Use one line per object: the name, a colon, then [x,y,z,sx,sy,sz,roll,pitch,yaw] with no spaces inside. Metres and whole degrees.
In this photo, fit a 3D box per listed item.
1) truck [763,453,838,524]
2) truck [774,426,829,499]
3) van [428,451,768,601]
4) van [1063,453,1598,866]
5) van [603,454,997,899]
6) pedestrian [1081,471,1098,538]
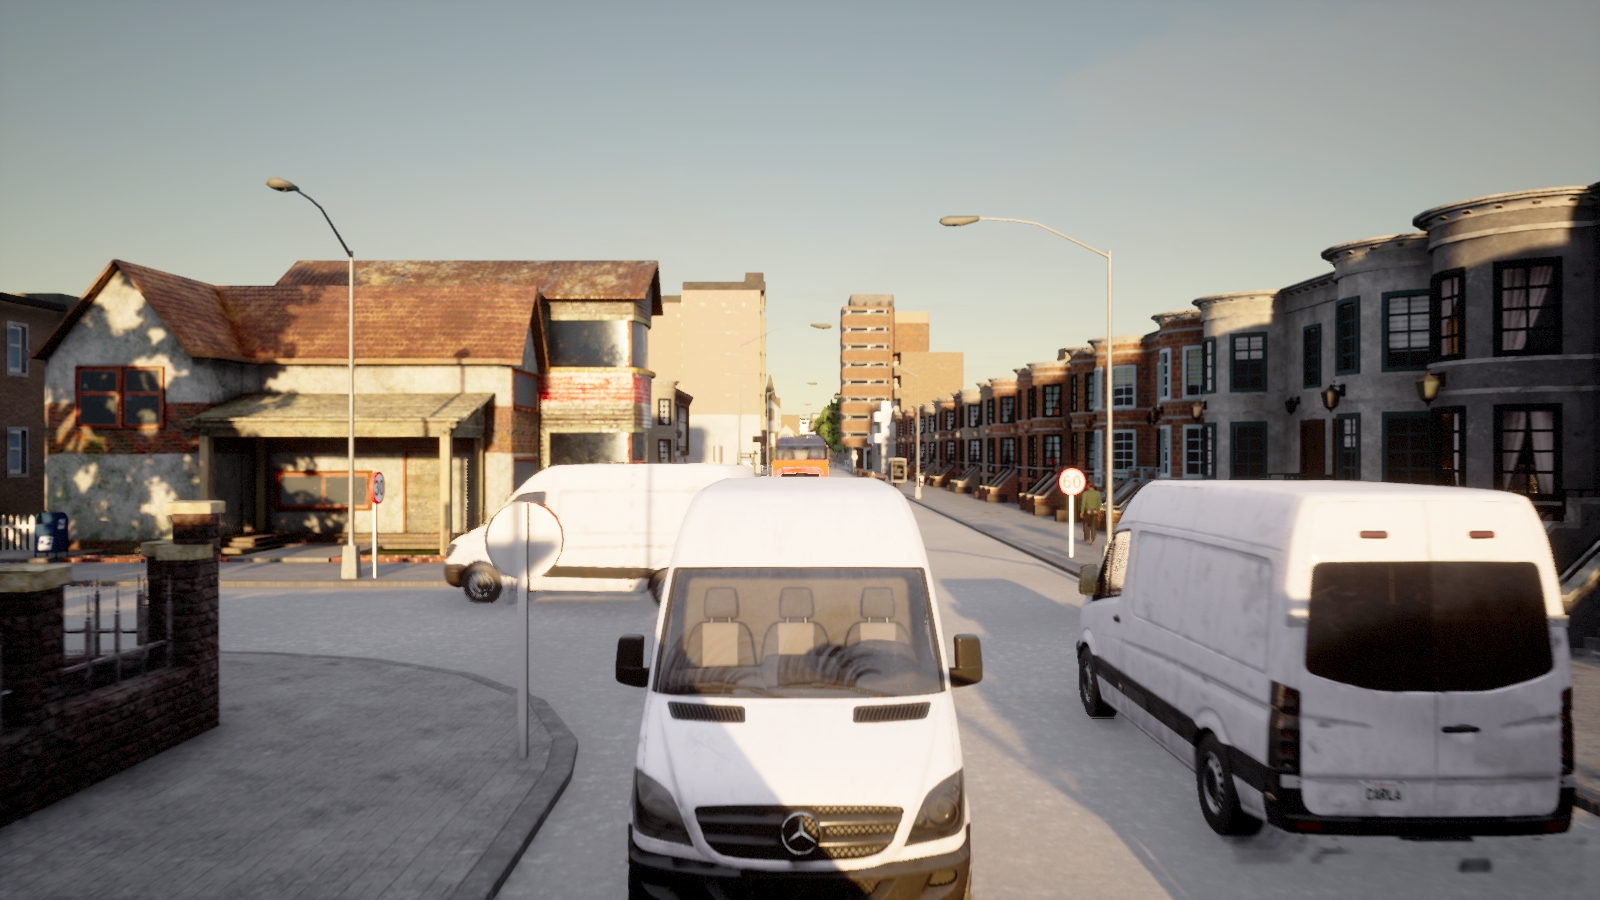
truck: [0.010,1.365,42.441,2.627,2.467,5.204,0,0,0]
truck: [0.030,0.692,64.420,2.891,3.827,8.468,0,0,0]
van: [-3.728,1.323,21.282,5.915,2.561,1.988,0,-1,14]
van: [4.002,1.319,10.111,1.988,2.561,5.915,0,0,0]
van: [0.000,1.319,8.721,1.988,2.561,5.915,0,0,0]
pedestrian: [8.160,1.539,32.168,0.375,1.860,0.375,0,0,-1]
